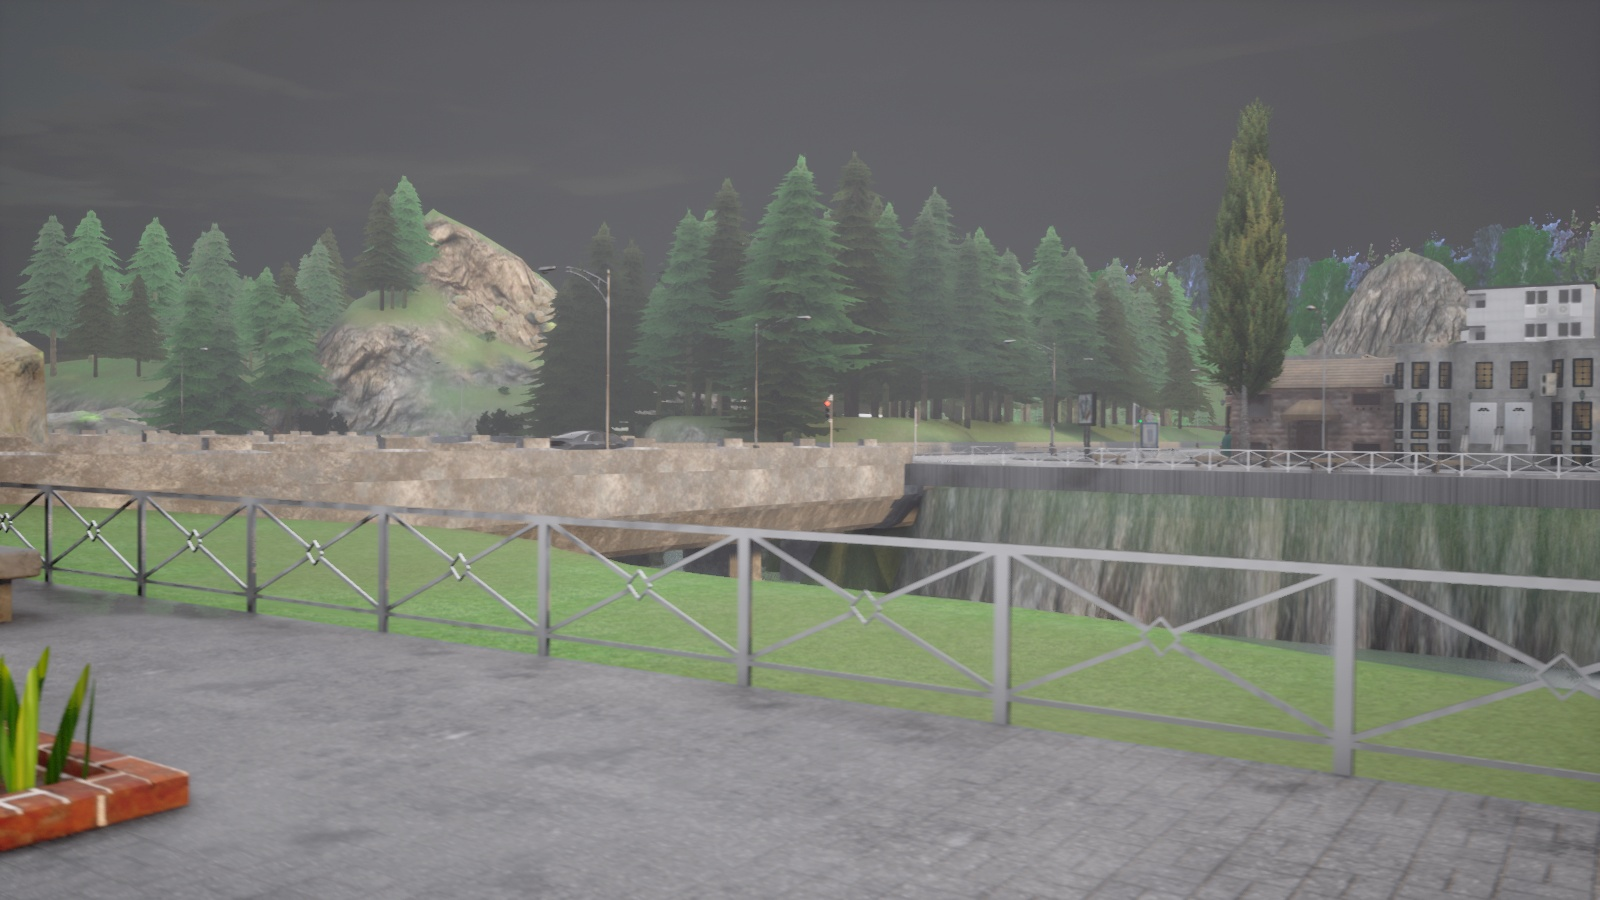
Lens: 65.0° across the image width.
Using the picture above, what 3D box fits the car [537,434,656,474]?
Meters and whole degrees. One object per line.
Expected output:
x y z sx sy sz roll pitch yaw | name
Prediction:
-8.046 0.125 50.167 1.837 1.490 4.892 0 1 34 | car

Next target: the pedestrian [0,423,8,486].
-25.044 0.138 38.863 0.423 1.949 0.788 0 1 34 | pedestrian
